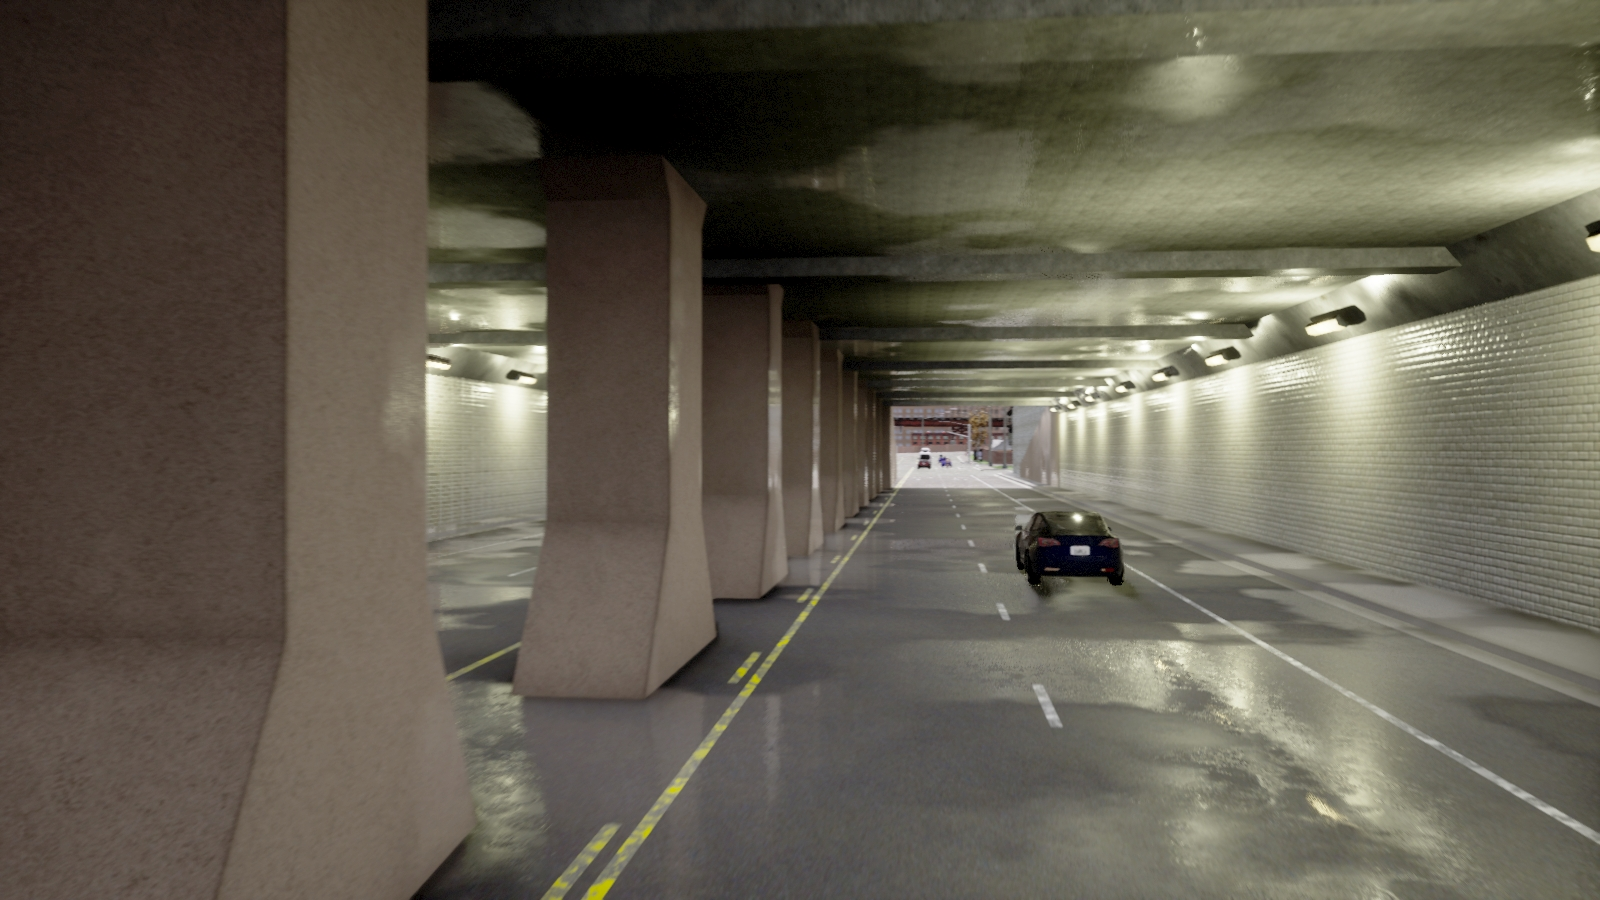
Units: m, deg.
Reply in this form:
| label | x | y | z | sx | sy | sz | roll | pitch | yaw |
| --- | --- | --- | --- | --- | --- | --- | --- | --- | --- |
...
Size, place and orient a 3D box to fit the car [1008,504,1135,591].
| label | x | y | z | sx | sy | sz | roll | pitch | yaw |
| --- | --- | --- | --- | --- | --- | --- | --- | --- | --- |
| car | 5.858 | 2.066 | 25.276 | 2.163 | 1.488 | 4.792 | 0 | 0 | 6 |
